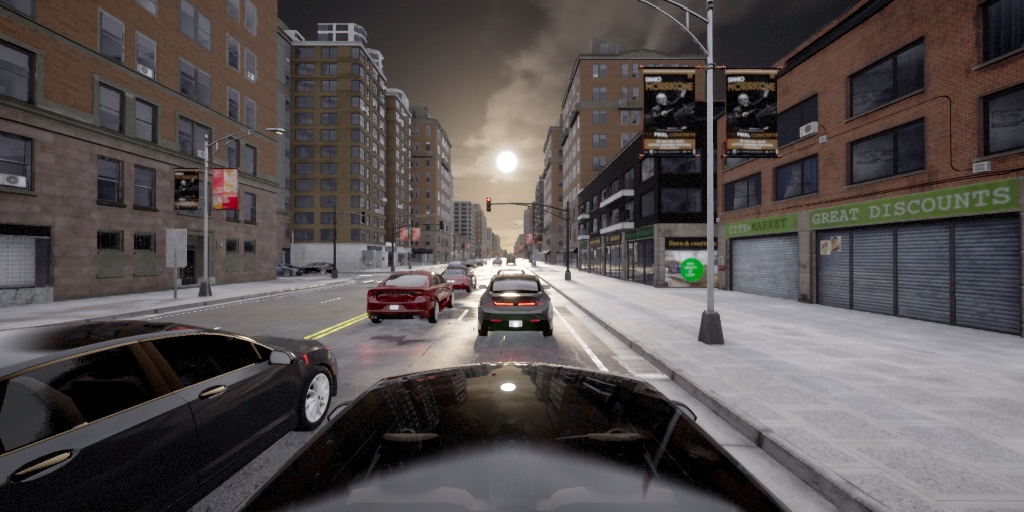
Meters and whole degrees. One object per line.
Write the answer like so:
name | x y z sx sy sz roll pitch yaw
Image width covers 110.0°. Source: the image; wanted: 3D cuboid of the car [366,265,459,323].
car | -3.179 1.229 12.123 1.882 1.535 5.008 0 0 0

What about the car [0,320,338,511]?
car | -3.152 1.255 2.689 1.837 1.490 4.892 0 0 0

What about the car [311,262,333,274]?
car | -22.255 1.348 40.745 4.313 1.339 1.948 0 0 0

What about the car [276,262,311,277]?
car | -22.725 1.316 35.264 4.181 1.385 1.994 0 0 0

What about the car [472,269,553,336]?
car | 0.077 1.256 10.369 1.837 1.490 4.892 0 0 0

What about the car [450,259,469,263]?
car | -6.721 1.290 43.325 1.812 1.442 4.674 0 0 0

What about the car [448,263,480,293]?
car | -3.199 1.317 21.017 1.994 1.385 4.181 0 0 -1

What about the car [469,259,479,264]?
car | -6.742 1.280 56.885 1.837 1.490 4.892 0 0 0
